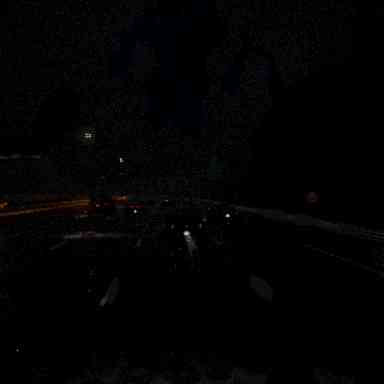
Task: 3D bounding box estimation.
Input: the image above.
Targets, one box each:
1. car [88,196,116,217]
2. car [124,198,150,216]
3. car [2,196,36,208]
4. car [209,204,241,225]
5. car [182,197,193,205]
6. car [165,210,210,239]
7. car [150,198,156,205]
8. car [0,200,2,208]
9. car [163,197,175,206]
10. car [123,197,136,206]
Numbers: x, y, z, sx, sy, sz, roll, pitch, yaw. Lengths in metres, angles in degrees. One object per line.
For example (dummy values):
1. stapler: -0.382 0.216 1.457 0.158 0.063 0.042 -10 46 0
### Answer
1. car: -9.255 1.395 34.421 2.150 2.045 5.566 -1 0 -5
2. car: -5.768 1.633 34.937 1.837 1.490 4.892 -1 0 -5
3. car: -24.429 1.671 47.708 2.150 2.045 5.566 -1 0 -4
4. car: 2.215 1.572 24.370 1.994 1.385 4.181 -1 0 -5
5. car: -0.877 1.597 62.588 2.128 1.511 4.902 -1 0 -4
6. car: -0.471 1.634 17.713 1.895 1.301 4.718 -1 0 -6
7. car: -7.890 1.761 62.513 1.994 1.385 4.181 -1 0 -4
8. car: -27.917 1.928 47.459 1.882 1.535 5.008 -1 0 -4
9. car: -3.927 1.628 56.323 2.128 1.511 4.902 -1 0 -4
10. car: -11.232 1.763 60.201 1.812 1.442 4.674 -1 0 -4
